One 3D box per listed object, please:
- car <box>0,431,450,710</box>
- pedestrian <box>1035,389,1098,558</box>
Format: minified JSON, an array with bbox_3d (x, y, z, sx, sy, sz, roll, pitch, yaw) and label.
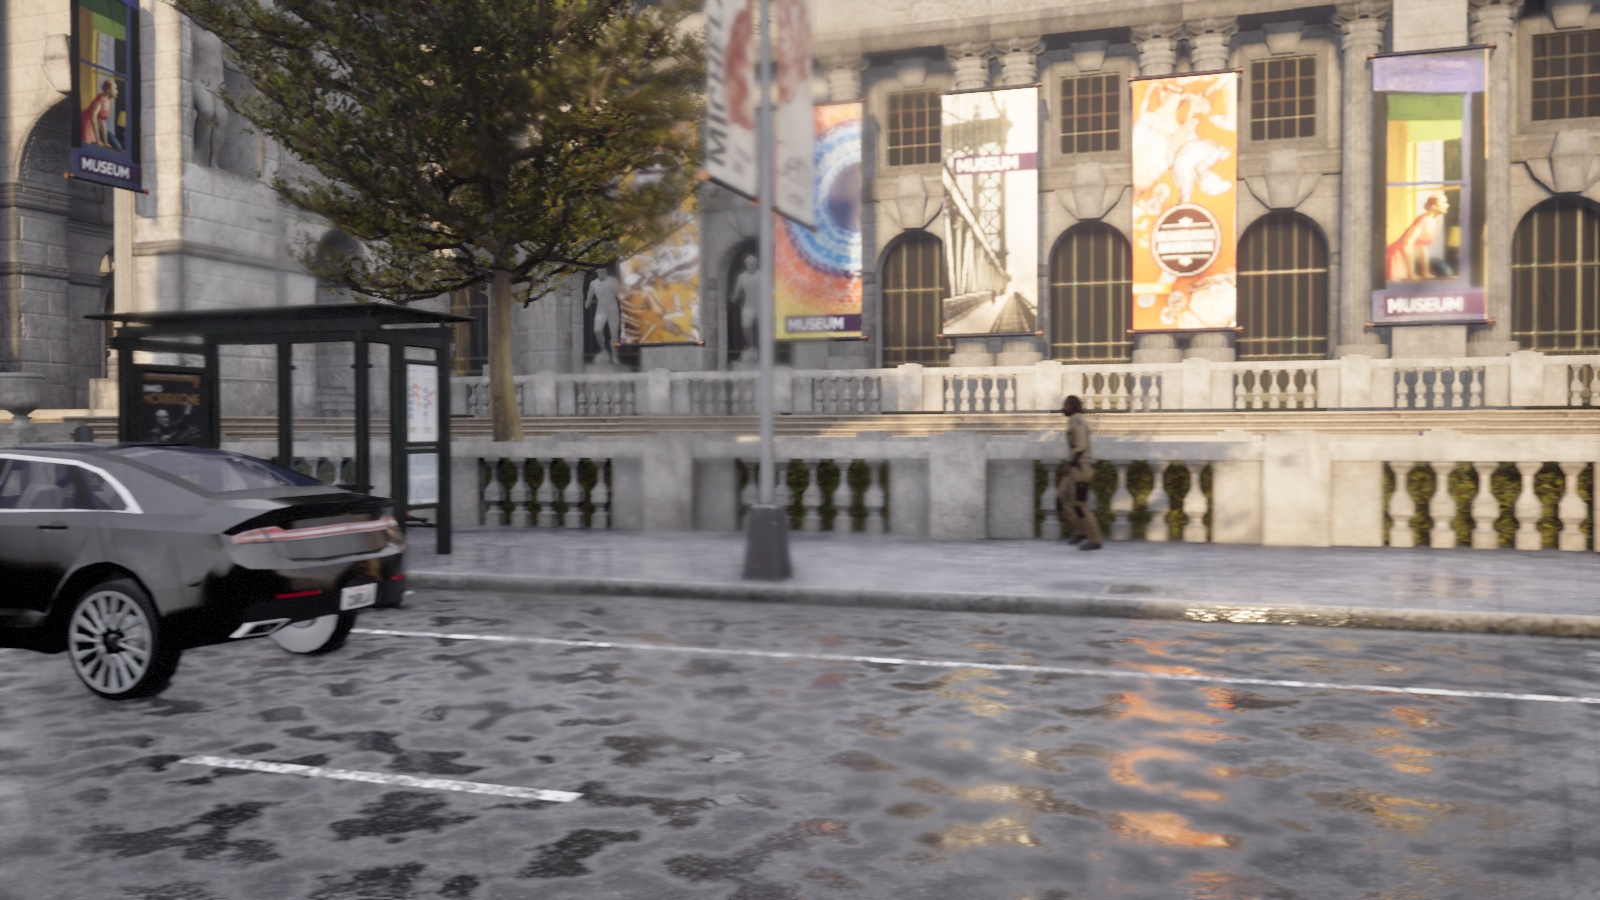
[{"bbox_3d":[-5.123,0.625,8.608,4.902,1.511,2.128,0,1,19],"label":"car"},{"bbox_3d":[3.089,0.262,14.568,0.692,1.930,0.396,0,1,12],"label":"pedestrian"}]
